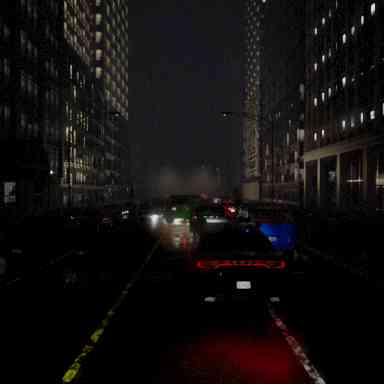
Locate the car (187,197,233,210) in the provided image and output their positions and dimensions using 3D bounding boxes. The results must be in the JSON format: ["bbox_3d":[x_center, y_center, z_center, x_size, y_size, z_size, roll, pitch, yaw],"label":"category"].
[{"bbox_3d":[0.913,1.347,18.269,2.097,1.767,4.553,0,0,0],"label":"car"}]

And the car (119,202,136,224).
[{"bbox_3d":[-5.679,1.545,24.325,2.008,1.369,4.403,-1,0,0],"label":"car"}]

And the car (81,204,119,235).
[{"bbox_3d":[-5.683,1.540,18.642,1.887,1.381,4.507,-1,0,0],"label":"car"}]

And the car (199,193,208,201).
[{"bbox_3d":[2.748,1.294,81.155,2.192,1.841,5.009,-1,0,0],"label":"car"}]

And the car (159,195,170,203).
[{"bbox_3d":[-5.641,1.422,69.794,1.967,1.590,4.097,-1,0,0],"label":"car"}]

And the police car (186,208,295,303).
[{"bbox_3d":[0.906,1.423,8.409,1.930,1.638,5.238,0,0,0],"label":"police car"}]

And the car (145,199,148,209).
[{"bbox_3d":[-5.664,1.541,41.376,2.008,1.369,4.403,-1,0,0],"label":"car"}]

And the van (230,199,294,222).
[{"bbox_3d":[2.691,1.338,12.951,1.690,1.788,3.998,-1,0,0],"label":"van"}]

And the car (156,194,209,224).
[{"bbox_3d":[-0.123,1.214,24.684,2.150,2.045,5.566,-1,0,24],"label":"car"}]

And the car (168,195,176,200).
[{"bbox_3d":[-5.621,1.540,92.529,1.947,1.339,4.313,-1,0,0],"label":"car"}]

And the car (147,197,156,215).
[{"bbox_3d":[-3.068,1.556,34.043,1.994,1.385,4.181,0,0,0],"label":"car"}]

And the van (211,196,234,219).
[{"bbox_3d":[2.705,1.334,30.002,1.690,1.788,3.998,-1,0,0],"label":"van"}]

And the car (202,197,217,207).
[{"bbox_3d":[2.726,1.538,52.736,2.008,1.369,4.403,-1,0,0],"label":"car"}]

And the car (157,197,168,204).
[{"bbox_3d":[-5.645,1.566,64.111,1.802,1.307,4.206,-1,0,0],"label":"car"}]

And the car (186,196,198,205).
[{"bbox_3d":[0.049,1.477,59.310,2.128,1.511,4.902,0,0,0],"label":"car"}]

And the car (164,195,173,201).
[{"bbox_3d":[-5.630,1.504,80.992,1.752,1.417,4.829,-1,0,0],"label":"car"}]

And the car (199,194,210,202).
[{"bbox_3d":[2.743,1.296,75.471,2.192,1.841,5.009,-1,0,0],"label":"car"}]

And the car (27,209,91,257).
[{"bbox_3d":[-5.688,1.563,12.958,1.947,1.339,4.313,-1,0,0],"label":"car"}]

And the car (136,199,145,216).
[{"bbox_3d":[-5.673,1.575,30.009,1.802,1.307,4.206,-1,0,0],"label":"car"}]

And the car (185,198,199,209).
[{"bbox_3d":[0.055,1.590,46.021,1.895,1.301,4.718,0,0,1],"label":"car"}]

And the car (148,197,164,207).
[{"bbox_3d":[-5.654,1.538,52.743,2.008,1.369,4.403,-1,0,0],"label":"car"}]

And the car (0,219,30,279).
[{"bbox_3d":[-5.693,1.549,7.274,2.008,1.369,4.403,-1,0,0],"label":"car"}]

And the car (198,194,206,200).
[{"bbox_3d":[2.759,1.414,92.522,1.967,1.590,4.097,-1,0,0],"label":"car"}]

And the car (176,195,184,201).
[{"bbox_3d":[-2.930,1.503,83.886,1.812,1.442,4.674,0,0,0],"label":"car"}]
